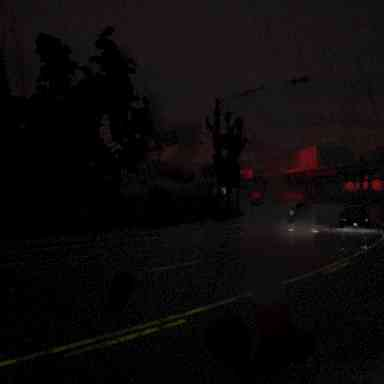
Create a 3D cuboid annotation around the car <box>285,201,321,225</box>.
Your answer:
[{"bbox_3d":[9.045,1.584,26.488,2.097,1.767,4.553,-1,-1,24],"label":"car"}]

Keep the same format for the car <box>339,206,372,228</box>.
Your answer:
[{"bbox_3d":[11.699,1.723,23.758,2.033,1.411,5.357,-1,-1,27],"label":"car"}]

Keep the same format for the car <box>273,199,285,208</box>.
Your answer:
[{"bbox_3d":[16.944,2.183,63.825,1.837,1.490,4.892,-1,0,-2],"label":"car"}]

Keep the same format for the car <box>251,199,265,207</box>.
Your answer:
[{"bbox_3d":[13.331,2.127,67.288,2.097,1.767,4.553,-1,-1,-2],"label":"car"}]
